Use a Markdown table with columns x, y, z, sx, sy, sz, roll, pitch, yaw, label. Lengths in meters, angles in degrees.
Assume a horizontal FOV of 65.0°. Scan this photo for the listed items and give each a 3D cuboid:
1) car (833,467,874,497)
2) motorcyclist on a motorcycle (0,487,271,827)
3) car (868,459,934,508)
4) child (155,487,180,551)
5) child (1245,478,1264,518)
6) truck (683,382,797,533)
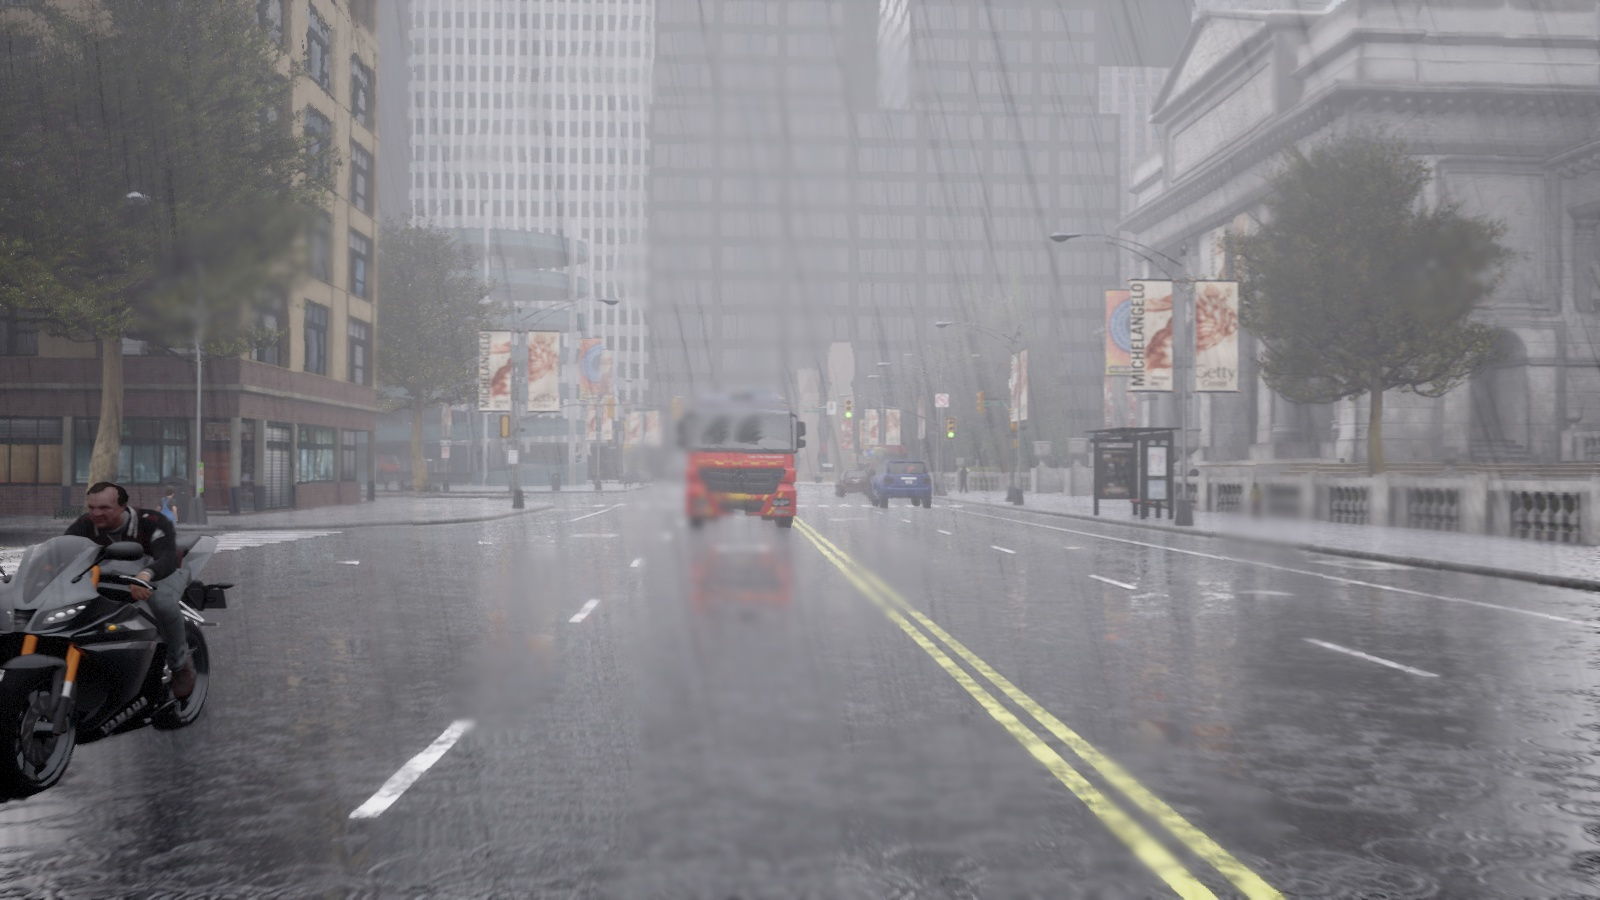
| x | y | z | sx | sy | sz | roll | pitch | yaw | label |
| --- | --- | --- | --- | --- | --- | --- | --- | --- | --- |
| 3.248 | 1.943 | 76.764 | 2.097 | 1.767 | 4.553 | 0 | -1 | -3 | car |
| -3.748 | 0.982 | 6.861 | 0.866 | 1.530 | 2.191 | 0 | -1 | -2 | motorcyclist on a motorcycle |
| 4.338 | 1.434 | 54.982 | 2.150 | 2.045 | 5.566 | 0 | -1 | -3 | car |
| -12.647 | 1.381 | 25.125 | 0.270 | 1.263 | 0.437 | 0 | -1 | 1 | child |
| 13.230 | 1.402 | 36.558 | 0.299 | 1.160 | 0.473 | 0 | -1 | -10 | child |
| -1.721 | 0.263 | 36.110 | 2.891 | 3.827 | 8.468 | 0 | -1 | -3 | truck |
